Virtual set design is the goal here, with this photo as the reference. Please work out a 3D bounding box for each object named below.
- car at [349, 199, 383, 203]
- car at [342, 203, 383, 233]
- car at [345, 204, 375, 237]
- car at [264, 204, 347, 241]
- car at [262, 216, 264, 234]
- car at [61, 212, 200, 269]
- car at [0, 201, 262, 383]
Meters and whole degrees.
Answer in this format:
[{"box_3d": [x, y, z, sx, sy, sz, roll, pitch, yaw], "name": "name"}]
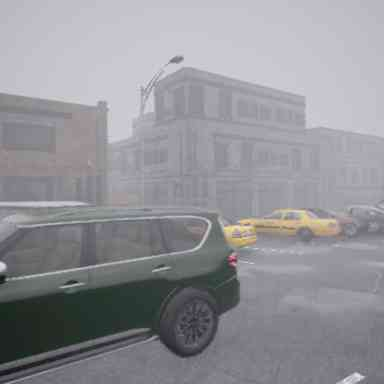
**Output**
[{"box_3d": [12.052, 1.494, 22.175, 4.553, 1.767, 2.185, -1, -1, 35], "name": "car"}, {"box_3d": [9.686, 1.602, 20.444, 4.892, 1.521, 2.231, -1, -1, 35], "name": "car"}, {"box_3d": [7.313, 1.612, 18.730, 4.792, 1.488, 2.163, -1, -1, 35], "name": "car"}, {"box_3d": [4.743, 1.564, 17.160, 5.366, 1.575, 1.946, -1, -1, 35], "name": "car"}, {"box_3d": [-0.038, 1.531, 13.770, 5.366, 1.575, 1.946, -1, -1, 35], "name": "car"}, {"box_3d": [-2.302, 1.546, 11.979, 4.792, 1.488, 2.163, -1, -1, 35], "name": "car"}, {"box_3d": [-1.820, 1.229, 4.533, 5.566, 2.045, 2.150, 0, 0, -35], "name": "car"}]
